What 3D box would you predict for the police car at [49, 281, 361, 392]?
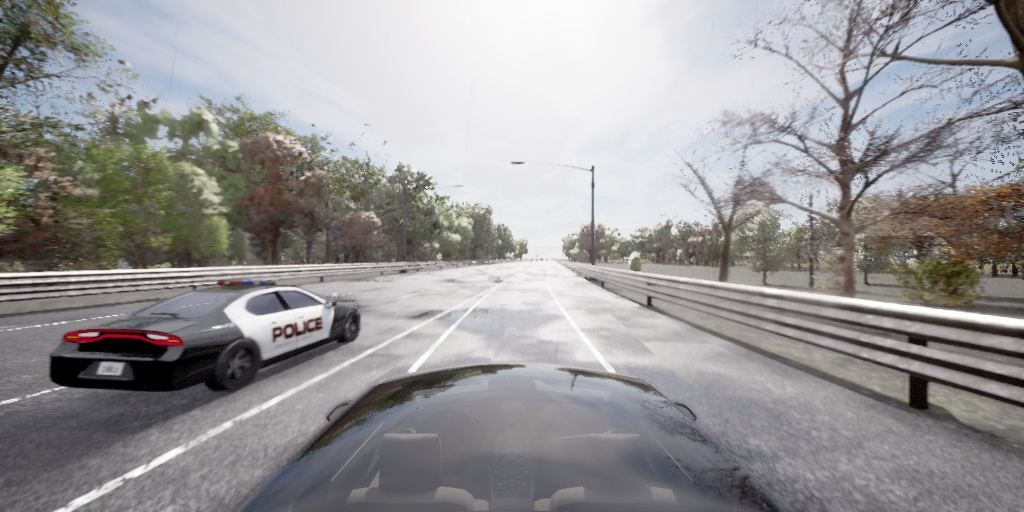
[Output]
[{"bbox_3d":[-4.804,1.255,6.925,2.038,1.542,4.974,0,0,6],"label":"police car"}]
